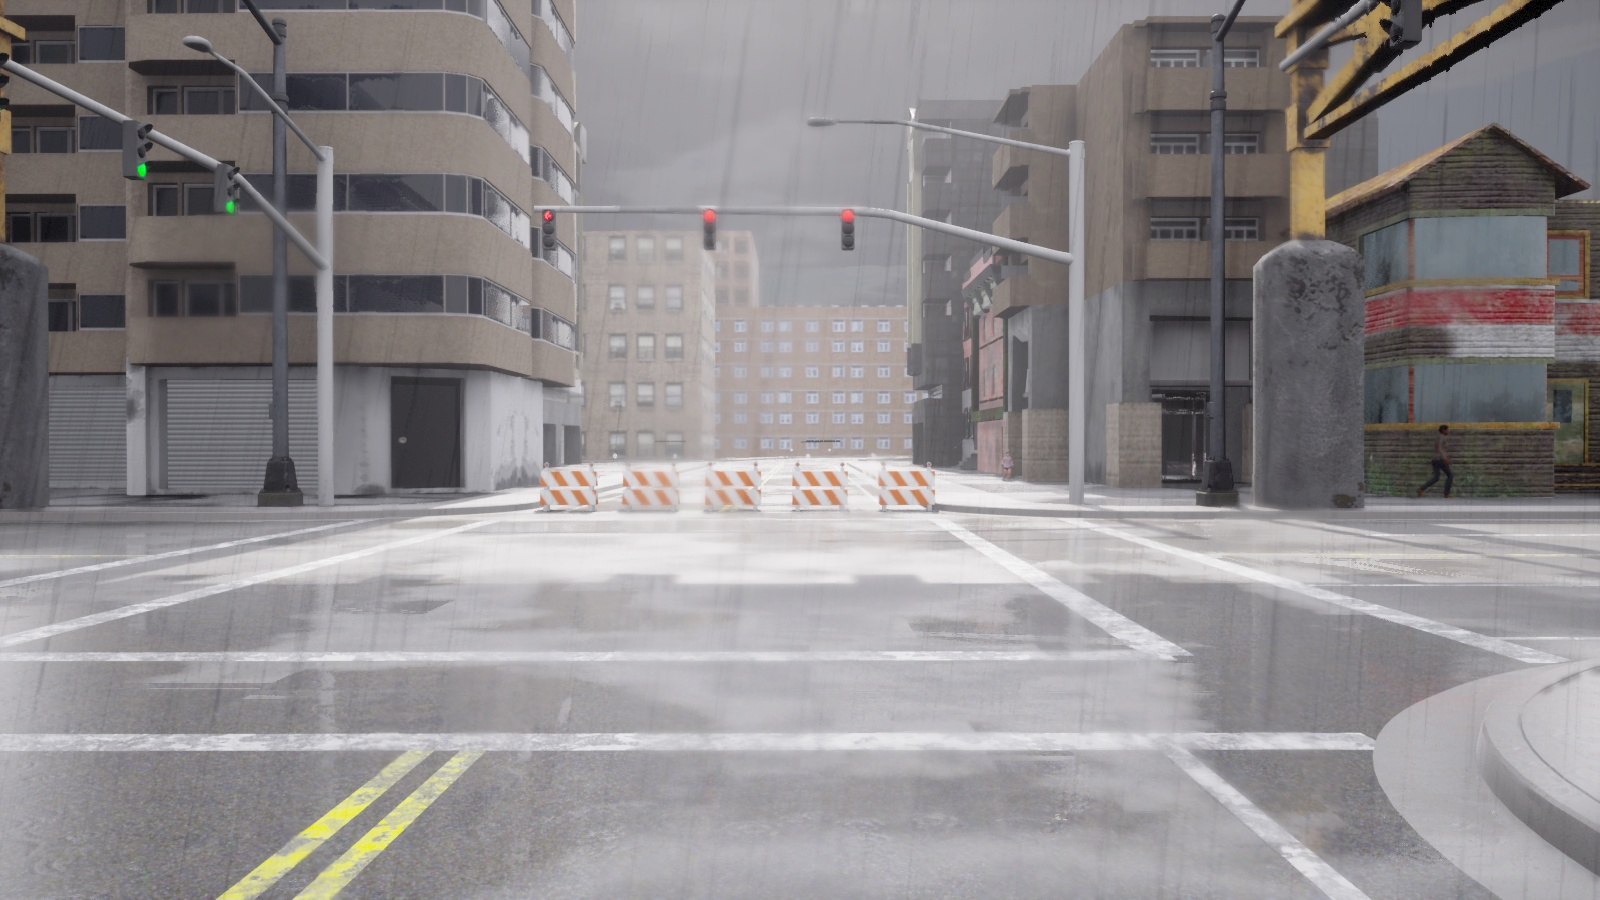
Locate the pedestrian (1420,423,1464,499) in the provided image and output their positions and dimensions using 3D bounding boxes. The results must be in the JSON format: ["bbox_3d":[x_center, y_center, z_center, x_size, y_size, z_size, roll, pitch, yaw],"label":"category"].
[{"bbox_3d":[15.362,0.254,30.039,0.869,1.805,0.328,0,0,9],"label":"pedestrian"}]

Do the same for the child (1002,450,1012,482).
[{"bbox_3d":[7.229,0.550,43.778,0.255,1.110,0.394,0,0,-4],"label":"child"}]
